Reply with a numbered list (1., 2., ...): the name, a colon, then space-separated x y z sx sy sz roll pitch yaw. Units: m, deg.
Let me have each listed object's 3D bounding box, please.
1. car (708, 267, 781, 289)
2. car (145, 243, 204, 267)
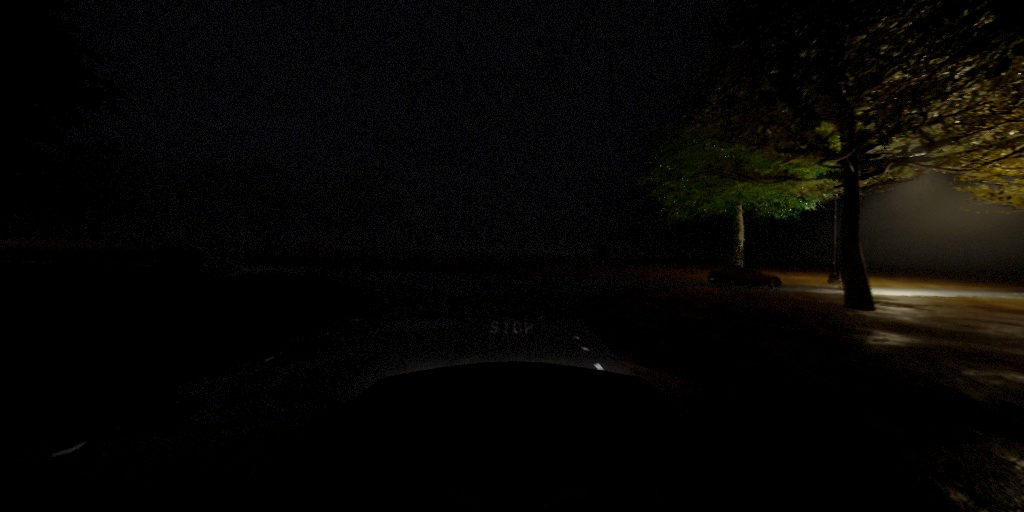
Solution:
1. car: 16.346 1.510 25.297 4.674 1.442 1.812 2 -1 -3
2. car: -20.956 -0.028 23.573 5.008 1.535 1.882 2 -1 -3
